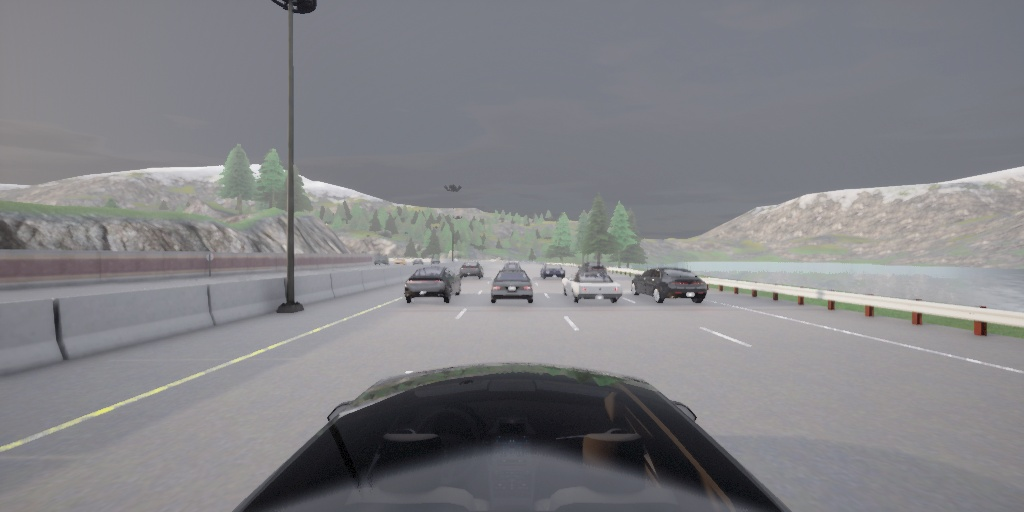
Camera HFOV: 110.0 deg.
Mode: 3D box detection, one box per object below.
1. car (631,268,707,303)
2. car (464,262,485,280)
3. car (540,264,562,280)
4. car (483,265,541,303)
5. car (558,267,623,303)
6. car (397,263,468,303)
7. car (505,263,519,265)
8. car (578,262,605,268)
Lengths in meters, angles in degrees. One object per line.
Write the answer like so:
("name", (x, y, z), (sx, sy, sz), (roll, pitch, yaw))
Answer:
("car", (7.000, 1.264, 16.500), (1.837, 1.490, 4.892), (0, 0, 0))
("car", (-3.500, 1.242, 31.500), (2.128, 1.511, 4.902), (0, 0, 0))
("car", (3.500, 1.364, 31.530), (1.895, 1.301, 4.718), (0, 0, 0))
("car", (0.000, 1.310, 16.500), (2.033, 1.411, 5.357), (0, 0, 0))
("car", (3.500, 1.364, 16.530), (1.895, 1.301, 4.718), (0, 0, 0))
("car", (-3.500, 1.242, 16.500), (2.128, 1.511, 4.902), (0, 0, 0))
("car", (0.000, 1.311, 31.500), (2.033, 1.411, 5.357), (0, 0, 0))
("car", (7.000, 1.264, 31.500), (1.837, 1.490, 4.892), (0, 0, 0))
